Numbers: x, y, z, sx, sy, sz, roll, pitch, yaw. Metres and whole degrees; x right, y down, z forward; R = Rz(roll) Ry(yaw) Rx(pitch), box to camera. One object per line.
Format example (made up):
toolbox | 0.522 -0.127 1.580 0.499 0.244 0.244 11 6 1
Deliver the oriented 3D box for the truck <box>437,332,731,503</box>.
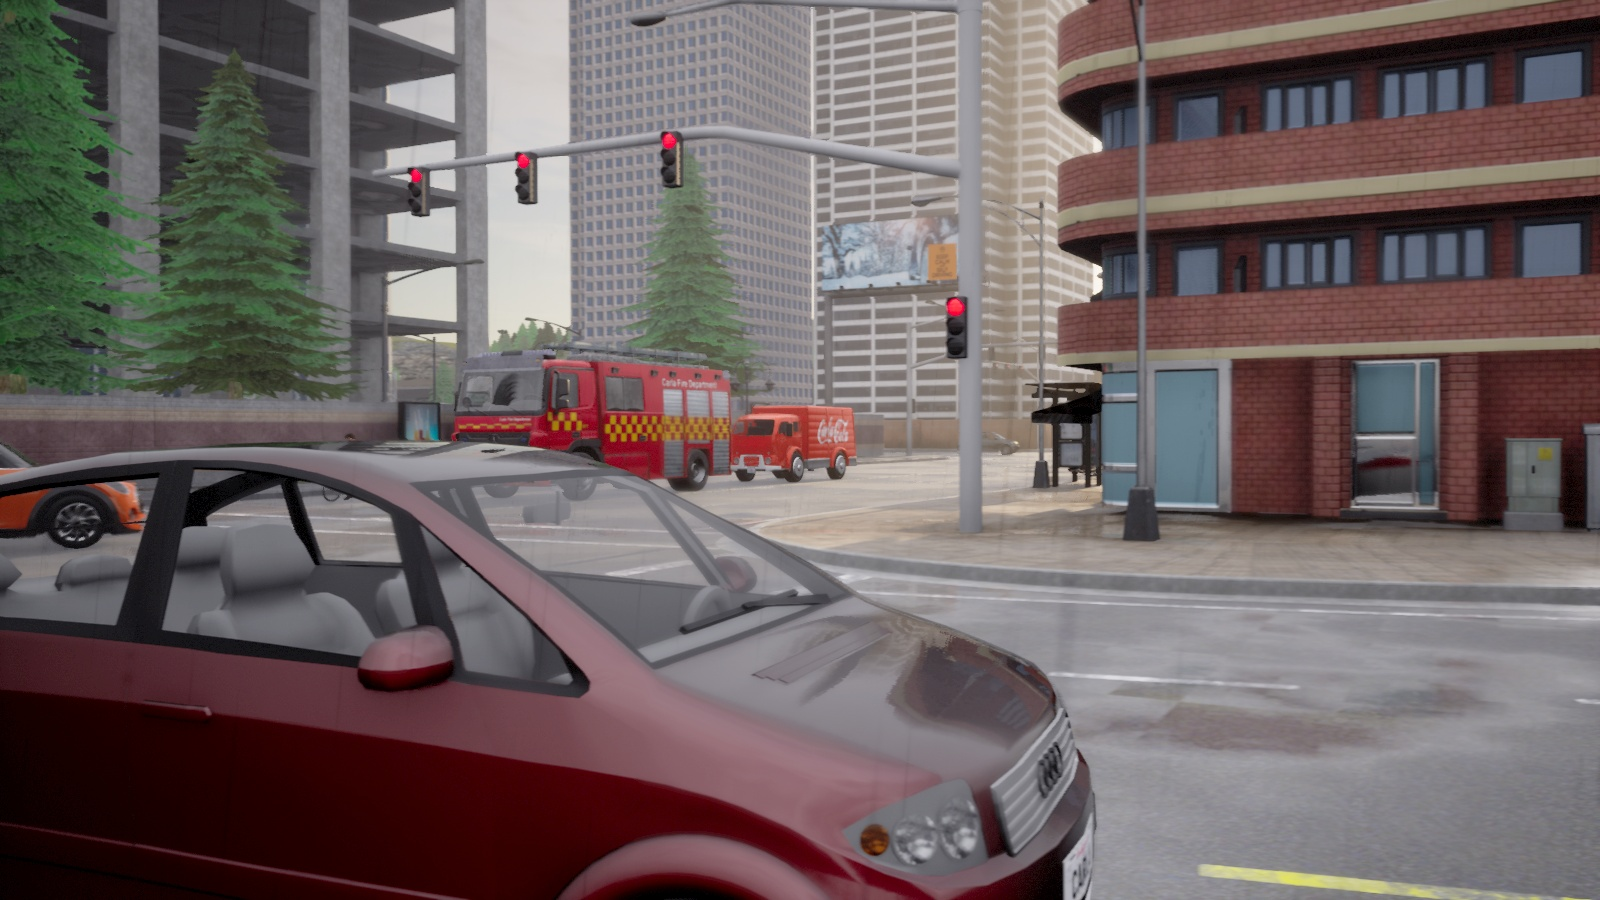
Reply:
truck | -5.267 -0.792 32.673 2.891 3.827 8.468 1 1 29

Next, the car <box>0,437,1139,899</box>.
car | -1.058 0.748 3.565 3.705 1.549 1.789 1 1 22

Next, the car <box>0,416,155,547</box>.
car | -11.602 0.411 17.552 4.553 1.767 2.097 0 1 -28

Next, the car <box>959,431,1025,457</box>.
car | 12.712 -0.411 83.203 3.988 1.617 1.851 1 1 21

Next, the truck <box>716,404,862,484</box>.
truck | -0.273 -0.230 41.805 2.627 2.467 5.204 1 1 29
